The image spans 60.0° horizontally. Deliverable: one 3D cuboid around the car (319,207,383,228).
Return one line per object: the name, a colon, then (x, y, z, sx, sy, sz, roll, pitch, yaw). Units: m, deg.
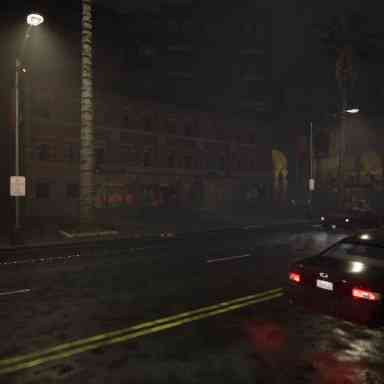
car: (9.624, 1.601, 19.687, 4.718, 1.301, 1.895, 0, 0, -36)

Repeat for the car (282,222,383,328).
car: (4.182, 1.547, 6.844, 5.357, 1.411, 2.033, 0, 0, -36)
